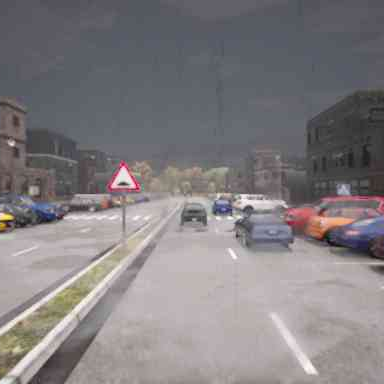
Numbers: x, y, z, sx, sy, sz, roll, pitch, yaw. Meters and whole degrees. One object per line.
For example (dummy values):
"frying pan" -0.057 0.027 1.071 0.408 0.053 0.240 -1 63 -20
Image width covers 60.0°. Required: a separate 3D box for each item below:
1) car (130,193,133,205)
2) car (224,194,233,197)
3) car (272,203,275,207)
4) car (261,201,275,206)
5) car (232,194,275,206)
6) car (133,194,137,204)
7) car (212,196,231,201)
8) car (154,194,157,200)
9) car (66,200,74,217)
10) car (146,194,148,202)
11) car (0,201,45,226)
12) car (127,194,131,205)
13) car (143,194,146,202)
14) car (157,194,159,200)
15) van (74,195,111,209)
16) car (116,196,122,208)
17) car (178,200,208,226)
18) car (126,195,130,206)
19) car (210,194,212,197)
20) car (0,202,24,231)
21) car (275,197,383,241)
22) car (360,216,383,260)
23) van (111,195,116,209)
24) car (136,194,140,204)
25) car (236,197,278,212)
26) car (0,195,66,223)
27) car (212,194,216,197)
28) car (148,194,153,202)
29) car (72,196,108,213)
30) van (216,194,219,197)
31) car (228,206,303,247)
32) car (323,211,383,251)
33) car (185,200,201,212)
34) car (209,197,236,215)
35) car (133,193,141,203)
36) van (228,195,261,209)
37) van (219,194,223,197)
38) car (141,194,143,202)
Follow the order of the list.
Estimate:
"car" -12.619 1.437 54.753 4.553 1.767 2.185 0 0 0
"car" 7.660 1.337 45.174 5.566 2.045 2.435 0 0 0
"car" 7.639 1.587 20.353 4.674 1.452 2.002 0 0 0
"car" 7.607 1.585 23.111 4.792 1.488 2.163 0 0 0
"car" 7.662 1.331 36.899 5.566 2.045 2.435 0 0 0
"car" -12.581 1.565 57.534 5.008 1.535 2.097 0 0 0
"car" 7.621 1.712 86.533 4.674 1.452 2.002 0 0 0
"car" -12.541 1.399 85.321 5.566 2.045 2.435 0 0 0
"car" -12.575 1.560 26.959 4.792 1.488 2.163 0 0 0
"car" -12.571 1.595 71.427 4.892 1.521 2.231 0 0 0
"car" -12.601 1.521 21.399 4.892 1.521 2.231 0 0 0
"car" -12.584 1.560 51.974 5.008 1.535 2.097 0 0 0
"car" -12.576 1.626 68.648 4.674 1.452 2.002 0 0 0
"car" -12.562 1.738 93.533 4.674 1.452 2.002 0 0 0
"van" -12.712 1.324 40.856 4.442 1.987 1.878 0 0 0
"car" -12.594 1.596 46.415 4.674 1.452 2.002 0 0 0
"car" 0.103 1.580 24.237 1.837 1.490 4.892 0 -1 -1
"car" -12.405 1.555 49.194 5.366 1.575 1.946 0 0 0
"car" 7.619 1.649 81.019 4.892 1.521 2.231 0 0 0
"car" -12.614 1.515 18.620 5.008 1.535 2.097 0 0 0
"car" 7.609 1.287 17.595 5.566 2.045 2.435 0 0 0
"car" 7.636 1.549 9.321 4.674 1.452 2.002 0 0 0
"van" -12.710 1.327 43.636 4.442 1.987 1.878 0 0 0
"car" -12.590 1.570 60.311 4.892 1.521 2.231 0 0 0
"car" 7.664 1.459 39.534 4.553 1.767 2.185 0 0 0
"car" -12.577 1.274 24.179 5.566 2.045 2.435 0 0 0
"car" 7.655 1.361 69.991 5.566 2.045 2.435 0 0 0
"car" -12.546 1.361 76.986 5.566 2.045 2.435 0 0 0
"car" -12.591 1.548 38.076 4.892 1.521 2.231 0 0 0
"van" 7.744 1.381 67.233 4.442 1.987 1.878 0 0 0
"car" 3.097 1.598 15.253 2.033 1.411 5.357 0 0 0
"car" 7.636 1.560 12.209 4.674 1.452 2.002 0 0 0
"car" 0.088 1.707 41.810 1.895 1.301 4.718 0 0 0
"car" 3.092 1.577 35.081 1.882 1.535 5.008 0 0 0
"car" -12.551 1.447 63.089 4.553 1.767 2.185 0 0 0
"van" 7.515 1.363 47.932 4.442 1.987 1.878 0 0 0
"van" 7.746 1.371 61.720 4.442 1.987 1.878 0 0 0
"car" -12.549 1.454 65.869 4.553 1.767 2.185 0 0 0
